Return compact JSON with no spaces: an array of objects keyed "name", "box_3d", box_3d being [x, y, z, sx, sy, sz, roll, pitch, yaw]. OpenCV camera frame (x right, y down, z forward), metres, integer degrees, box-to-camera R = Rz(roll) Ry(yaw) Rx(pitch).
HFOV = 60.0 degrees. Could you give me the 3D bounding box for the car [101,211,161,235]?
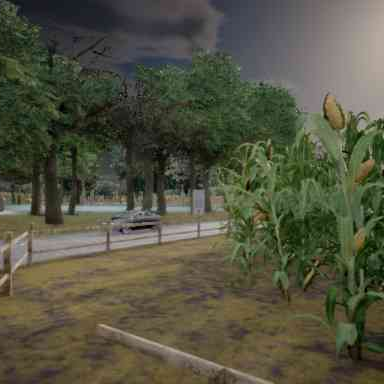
[{"name":"car","box_3d":[-4.110,2.056,23.199,2.128,1.511,4.902,1,-1,35]}]
